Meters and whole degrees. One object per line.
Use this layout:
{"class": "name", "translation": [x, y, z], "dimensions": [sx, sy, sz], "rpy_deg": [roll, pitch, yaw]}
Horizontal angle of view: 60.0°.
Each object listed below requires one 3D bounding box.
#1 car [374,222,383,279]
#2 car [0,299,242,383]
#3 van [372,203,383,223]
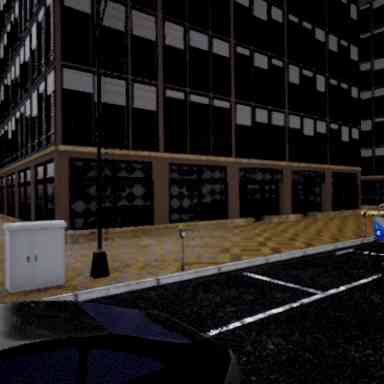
{"class": "car", "translation": [6.467, 1.453, 8.140], "dimensions": [4.674, 1.442, 1.812], "rpy_deg": [-1, 0, -36]}
{"class": "car", "translation": [-1.563, 1.599, 2.230], "dimensions": [4.181, 1.385, 1.994], "rpy_deg": [-1, 0, -36]}
{"class": "van", "translation": [8.664, 1.247, 12.975], "dimensions": [3.998, 1.788, 1.690], "rpy_deg": [-1, 0, -36]}
